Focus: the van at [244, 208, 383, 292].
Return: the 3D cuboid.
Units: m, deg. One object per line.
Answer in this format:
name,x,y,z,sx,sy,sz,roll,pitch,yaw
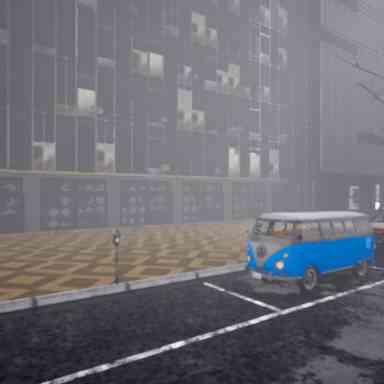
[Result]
van,3.202,1.412,8.848,3.998,1.788,1.690,1,-1,-35
